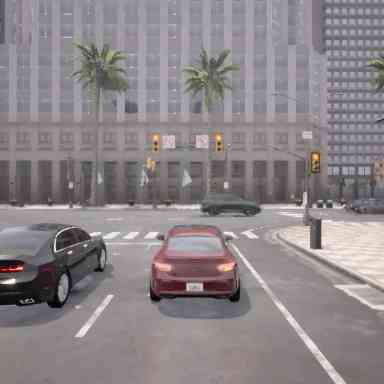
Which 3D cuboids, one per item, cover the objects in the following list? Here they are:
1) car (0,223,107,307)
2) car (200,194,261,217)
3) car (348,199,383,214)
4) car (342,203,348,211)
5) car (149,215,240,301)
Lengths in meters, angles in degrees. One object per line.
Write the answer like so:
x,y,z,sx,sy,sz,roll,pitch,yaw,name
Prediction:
-3.435,1.505,7.960,1.837,1.490,4.892,0,0,0,car
3.525,1.221,30.797,5.566,2.045,2.150,0,0,1,car
19.052,1.564,34.485,4.181,1.385,1.994,0,0,0,car
19.774,1.491,37.985,4.902,1.511,2.128,0,0,0,car
0.075,1.526,8.212,1.812,1.442,4.674,0,0,1,car
